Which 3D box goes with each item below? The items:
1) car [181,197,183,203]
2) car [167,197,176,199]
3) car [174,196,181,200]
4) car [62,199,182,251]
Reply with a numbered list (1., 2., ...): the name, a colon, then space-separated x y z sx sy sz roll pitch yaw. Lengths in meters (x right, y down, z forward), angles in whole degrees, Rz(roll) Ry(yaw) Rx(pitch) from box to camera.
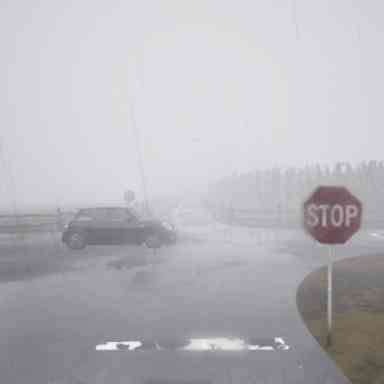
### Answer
1. car: -2.794 1.508 65.379 2.128 1.511 4.902 0 0 0
2. car: -2.870 1.481 30.213 2.128 1.511 4.902 0 0 0
3. car: -2.869 1.514 46.191 1.812 1.442 4.674 0 0 0
4. car: -2.857 1.349 13.797 4.553 1.767 2.097 0 0 0
